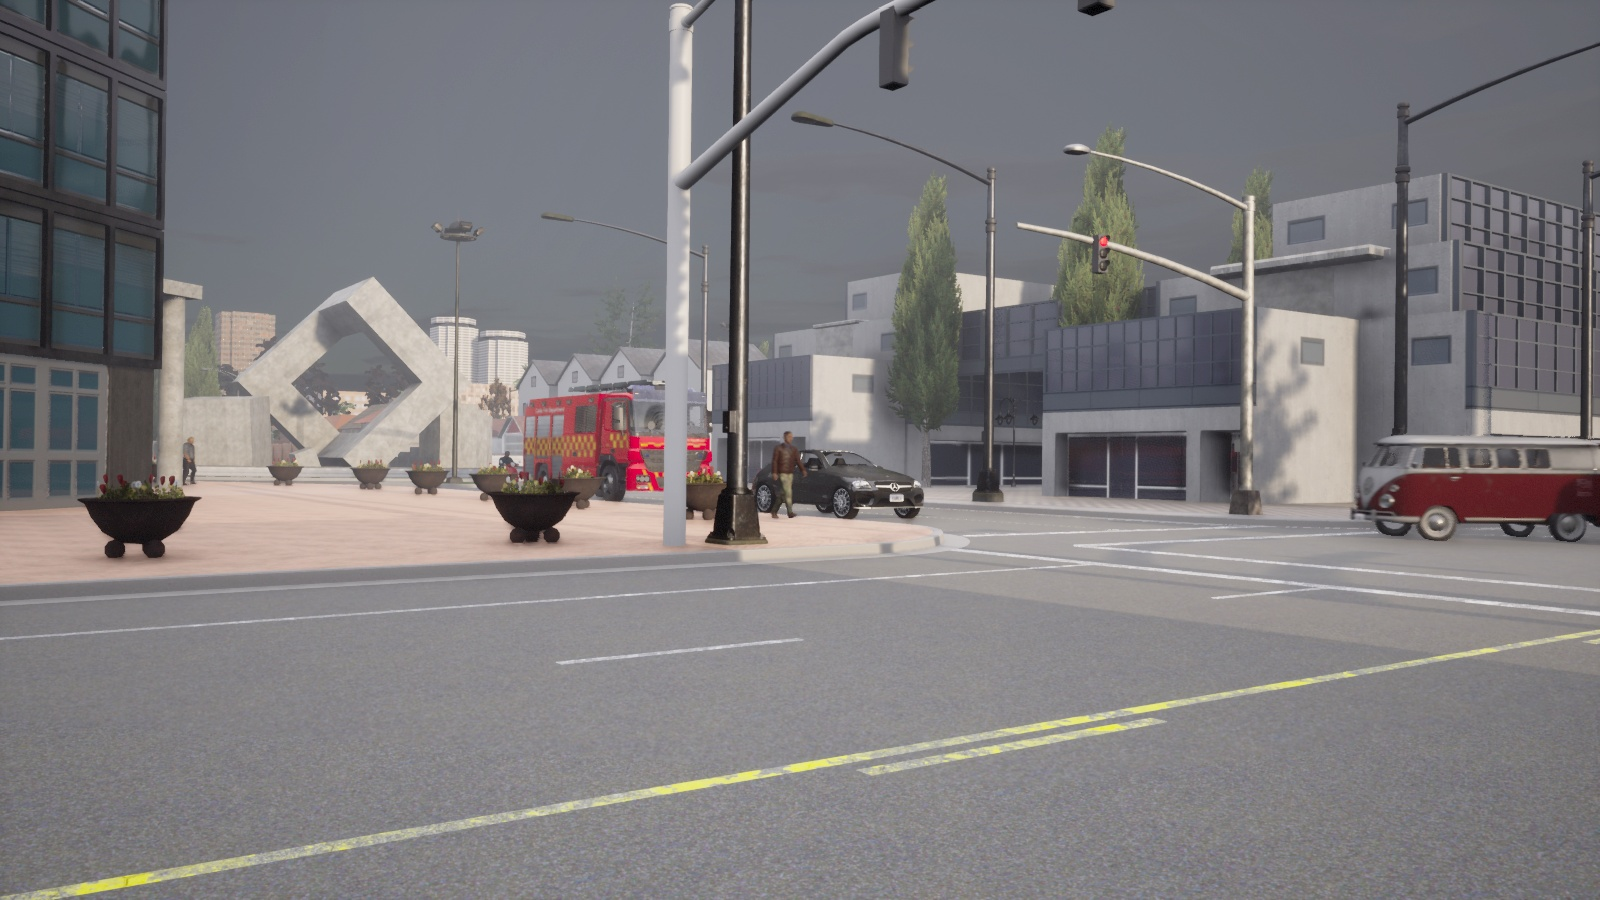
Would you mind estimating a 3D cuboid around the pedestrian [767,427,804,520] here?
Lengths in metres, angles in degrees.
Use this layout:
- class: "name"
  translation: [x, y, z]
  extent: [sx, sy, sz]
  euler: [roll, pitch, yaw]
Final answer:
- class: "pedestrian"
  translation: [-0.293, 0.473, 25.405]
  extent: [0.431, 1.840, 0.703]
  euler: [1, -1, -34]

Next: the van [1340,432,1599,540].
- class: "van"
  translation: [12.954, 0.666, 24.080]
  extent: [4.442, 1.987, 1.775]
  euler: [0, 0, -4]

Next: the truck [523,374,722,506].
- class: "truck"
  translation: [-5.982, -0.266, 40.798]
  extent: [2.891, 3.827, 8.468]
  euler: [1, -1, -34]

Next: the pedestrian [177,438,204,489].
- class: "pedestrian"
  translation: [-22.273, 0.483, 45.914]
  extent: [0.694, 1.848, 0.540]
  euler: [0, -1, 12]

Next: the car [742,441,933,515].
- class: "car"
  translation: [0.809, 0.645, 30.856]
  extent: [2.152, 1.651, 5.027]
  euler: [1, -1, -34]
